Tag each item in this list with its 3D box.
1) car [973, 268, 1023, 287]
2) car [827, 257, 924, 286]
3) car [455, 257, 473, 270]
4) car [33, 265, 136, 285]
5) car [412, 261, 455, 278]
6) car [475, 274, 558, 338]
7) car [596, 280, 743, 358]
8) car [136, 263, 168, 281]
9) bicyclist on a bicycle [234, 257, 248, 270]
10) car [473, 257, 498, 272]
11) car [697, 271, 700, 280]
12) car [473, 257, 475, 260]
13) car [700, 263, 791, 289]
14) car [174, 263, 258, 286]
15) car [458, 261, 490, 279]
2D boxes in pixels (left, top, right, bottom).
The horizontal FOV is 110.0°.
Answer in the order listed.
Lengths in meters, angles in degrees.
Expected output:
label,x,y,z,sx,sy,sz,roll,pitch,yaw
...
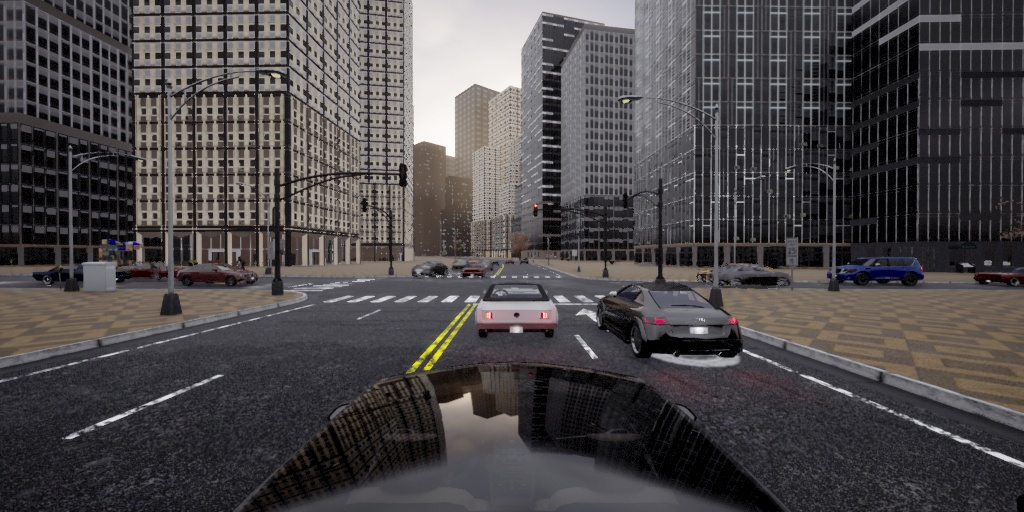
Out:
label,x,y,z,sx,sy,sz,roll,pitch,yaw
car,36.699,1.500,25.903,4.718,1.301,1.895,0,0,1
car,26.379,1.074,26.128,5.566,2.045,2.150,0,0,2
car,-6.589,1.187,46.792,1.882,1.535,5.008,0,0,0
car,-28.644,1.225,24.000,4.718,1.301,1.895,0,0,1
car,-7.364,1.198,32.667,2.128,1.511,4.902,0,-1,12
car,0.101,1.348,10.183,1.895,1.301,4.718,0,0,0
car,3.356,1.312,8.470,1.994,1.385,4.181,0,0,0
car,-27.370,1.205,27.117,4.718,1.301,1.895,0,0,2
bicyclist on a bicycle,-24.699,0.871,32.632,0.582,1.620,1.656,0,1,1
car,-3.340,1.202,45.831,2.128,1.511,4.902,0,0,0
car,16.316,1.285,26.346,5.008,1.535,1.882,0,0,1
car,-6.589,1.025,64.274,2.097,1.767,4.553,0,0,0
car,15.374,1.321,23.190,4.902,1.511,2.128,0,1,2
car,-19.480,1.193,23.767,4.674,1.442,1.812,0,0,1
car,-3.335,1.320,32.099,1.895,1.301,4.718,0,0,0
